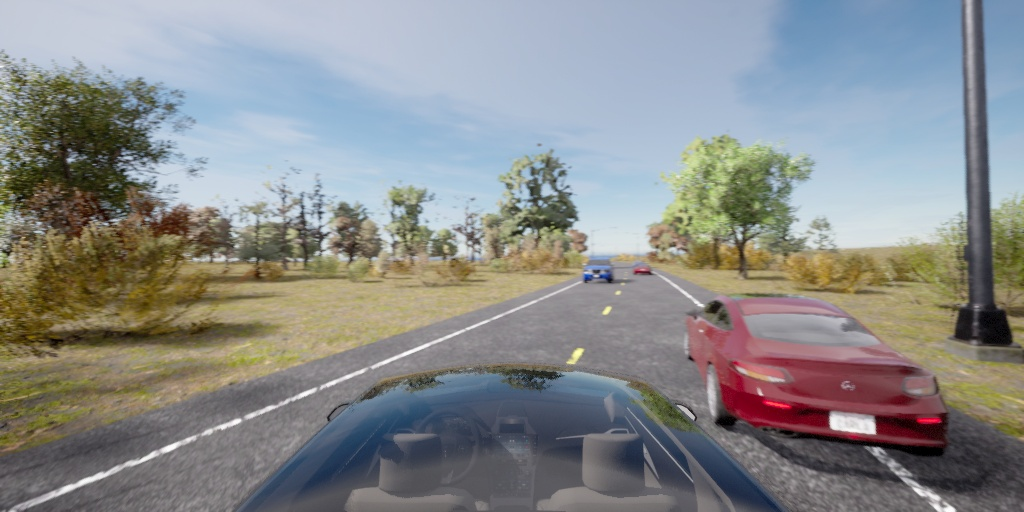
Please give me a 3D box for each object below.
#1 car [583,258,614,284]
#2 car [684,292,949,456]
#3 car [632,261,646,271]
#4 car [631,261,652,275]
[{"bbox_3d":[7.211,1.155,29.535,2.150,2.045,5.566,-1,-1,19],"label":"car"},{"bbox_3d":[3.671,1.254,5.191,1.812,1.442,4.674,-1,-1,20],"label":"car"},{"bbox_3d":[19.127,1.507,54.196,1.812,1.442,4.674,-1,-1,17],"label":"car"},{"bbox_3d":[15.308,1.488,42.141,1.994,1.385,4.181,-1,-1,18],"label":"car"}]
